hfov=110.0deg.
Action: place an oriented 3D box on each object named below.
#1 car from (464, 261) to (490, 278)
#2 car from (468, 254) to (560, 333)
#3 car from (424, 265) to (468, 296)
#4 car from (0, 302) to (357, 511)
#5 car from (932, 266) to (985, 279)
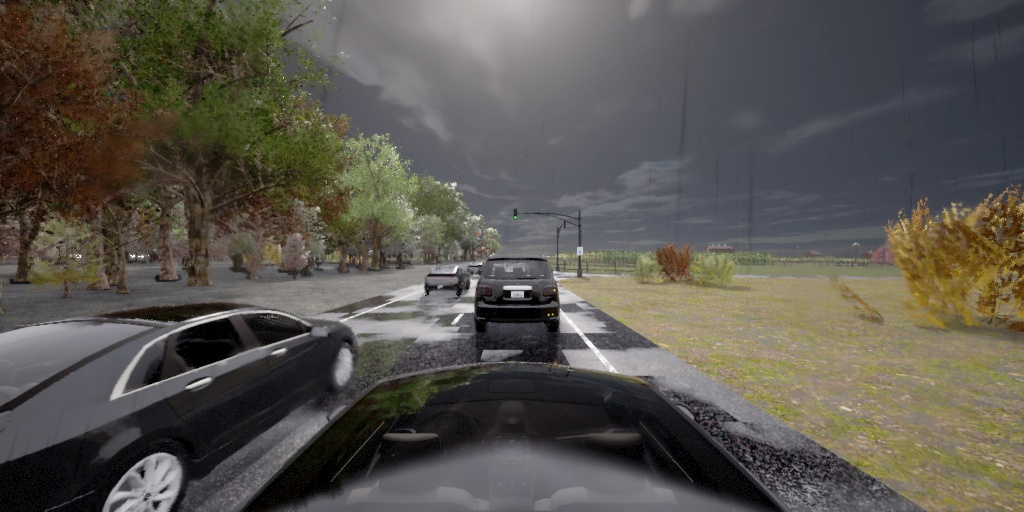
[{"bbox_3d":[-3.332,1.248,35.191,2.128,1.511,4.902,0,0,0],"label":"car"},{"bbox_3d":[0.120,0.974,10.900,2.150,2.045,5.566,0,0,0],"label":"car"},{"bbox_3d":[-3.365,1.246,19.293,2.128,1.511,4.902,0,0,0],"label":"car"},{"bbox_3d":[-3.394,1.257,3.830,1.837,1.490,4.892,0,1,0],"label":"car"},{"bbox_3d":[48.592,1.782,39.188,4.892,1.490,1.837,1,-1,0],"label":"car"}]
